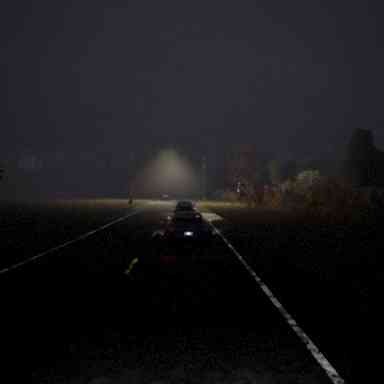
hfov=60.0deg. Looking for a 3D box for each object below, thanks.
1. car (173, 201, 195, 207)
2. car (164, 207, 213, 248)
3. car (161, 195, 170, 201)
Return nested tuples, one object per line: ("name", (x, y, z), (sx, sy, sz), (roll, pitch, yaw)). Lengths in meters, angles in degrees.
("car", (-0.690, 1.507, 29.740), (1.812, 1.442, 4.674), (0, 0, -2))
("car", (-0.179, 1.564, 14.723), (1.994, 1.385, 4.181), (0, 0, -1))
("car", (-5.992, 1.396, 75.881), (1.994, 1.385, 4.181), (0, 0, -2))
